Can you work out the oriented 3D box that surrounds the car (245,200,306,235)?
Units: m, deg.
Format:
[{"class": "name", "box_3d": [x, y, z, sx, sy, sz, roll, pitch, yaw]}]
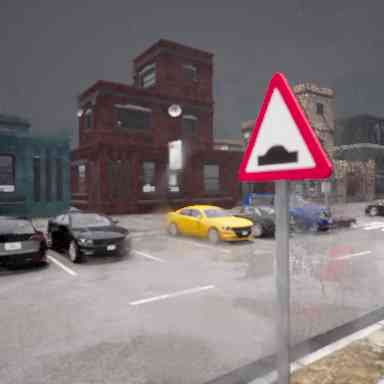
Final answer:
[{"class": "car", "box_3d": [2.979, 1.385, 17.162, 2.231, 1.521, 4.892, 0, 0, -35]}]

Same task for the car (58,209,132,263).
[{"class": "car", "box_3d": [-3.921, 1.441, 12.275, 2.097, 1.535, 5.008, 0, 0, -35]}]

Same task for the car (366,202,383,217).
[{"class": "car", "box_3d": [16.567, 1.263, 26.830, 2.231, 1.521, 4.892, -1, 0, -35]}]

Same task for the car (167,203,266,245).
[{"class": "car", "box_3d": [0.707, 1.403, 15.560, 2.097, 1.535, 5.008, 0, 0, -35]}]

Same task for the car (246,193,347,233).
[{"class": "car", "box_3d": [5.254, 1.113, 18.754, 2.435, 2.045, 5.566, -1, 0, -35]}]

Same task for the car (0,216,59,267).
[{"class": "car", "box_3d": [-6.103, 1.489, 10.762, 2.163, 1.488, 4.792, 0, 0, -35]}]

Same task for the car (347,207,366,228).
[{"class": "car", "box_3d": [7.522, 1.374, 20.366, 2.163, 1.488, 4.792, 0, 0, -35]}]
